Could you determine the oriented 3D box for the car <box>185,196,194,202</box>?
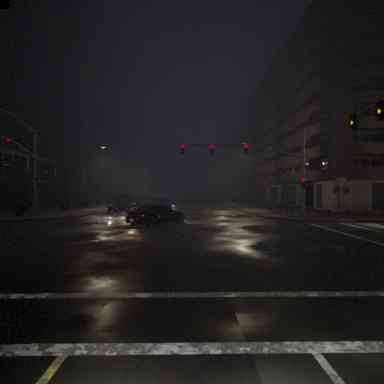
[{"bbox_3d":[-0.521,1.546,78.336,1.994,1.385,4.181,0,0,0],"label":"car"}]

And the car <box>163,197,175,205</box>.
[{"bbox_3d":[-3.961,1.562,58.130,1.994,1.385,4.181,0,0,-1],"label":"car"}]

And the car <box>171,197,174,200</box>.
[{"bbox_3d":[-3.902,1.490,48.115,2.128,1.511,4.902,0,0,0],"label":"car"}]

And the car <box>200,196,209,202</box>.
[{"bbox_3d":[2.979,1.589,78.391,1.895,1.301,4.718,0,0,0],"label":"car"}]

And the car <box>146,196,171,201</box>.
[{"bbox_3d":[-3.839,1.477,38.627,1.882,1.535,5.008,0,0,0],"label":"car"}]

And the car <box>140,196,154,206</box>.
[{"bbox_3d":[-7.447,1.503,55.388,1.837,1.490,4.892,0,0,0],"label":"car"}]

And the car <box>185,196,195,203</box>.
[{"bbox_3d":[-0.451,1.524,68.026,1.812,1.442,4.674,0,0,0],"label":"car"}]

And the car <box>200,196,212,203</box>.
[{"bbox_3d":[3.046,1.562,68.447,1.994,1.385,4.181,0,0,0],"label":"car"}]

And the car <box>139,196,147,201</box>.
[{"bbox_3d":[-7.386,1.476,45.077,1.882,1.535,5.008,0,0,0],"label":"car"}]

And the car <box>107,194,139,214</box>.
[{"bbox_3d":[-7.317,1.220,35.073,2.150,2.045,5.566,0,0,0],"label":"car"}]

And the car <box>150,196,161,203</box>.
[{"bbox_3d":[-7.458,1.599,68.508,1.895,1.301,4.718,0,0,0],"label":"car"}]

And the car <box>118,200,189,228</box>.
[{"bbox_3d":[-2.404,1.538,22.397,1.812,1.442,4.674,1,1,36],"label":"car"}]
